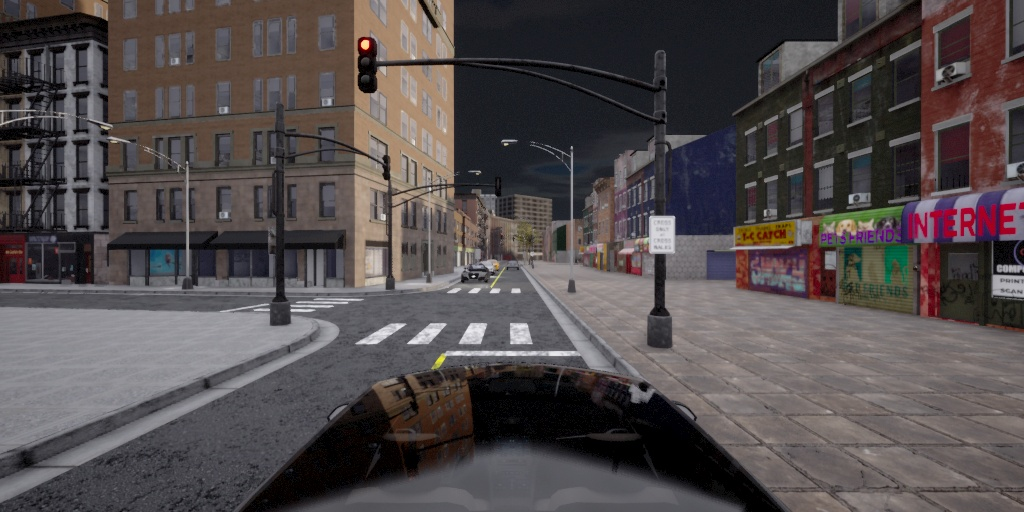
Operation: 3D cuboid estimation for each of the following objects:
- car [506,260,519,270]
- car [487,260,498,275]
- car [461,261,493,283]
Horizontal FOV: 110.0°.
[{"bbox_3d":[0.102,1.310,52.801,2.033,1.411,5.357,0,0,0],"label":"car"},{"bbox_3d":[-2.778,1.282,38.086,1.812,1.442,4.674,0,0,0],"label":"car"},{"bbox_3d":[-2.798,1.317,28.176,1.994,1.385,4.181,0,0,0],"label":"car"}]
